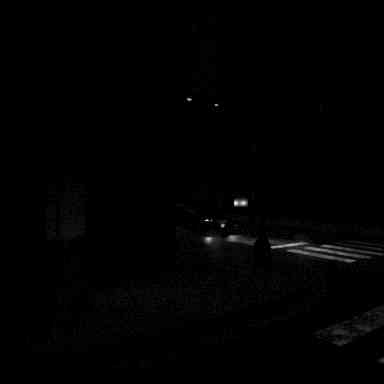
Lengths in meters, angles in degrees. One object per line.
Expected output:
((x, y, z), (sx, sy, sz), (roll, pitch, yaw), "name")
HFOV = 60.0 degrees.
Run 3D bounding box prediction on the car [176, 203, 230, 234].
((0.079, 1.406, 18.631), (2.128, 1.511, 4.902), (0, 0, -37), "car")
